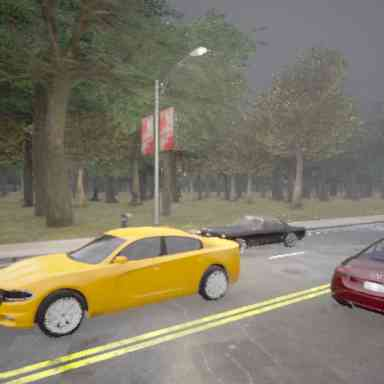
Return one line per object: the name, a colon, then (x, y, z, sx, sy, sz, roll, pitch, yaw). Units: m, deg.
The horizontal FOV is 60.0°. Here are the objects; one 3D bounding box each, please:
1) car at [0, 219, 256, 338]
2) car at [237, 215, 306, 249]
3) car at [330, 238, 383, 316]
car: (-1.204, 1.488, 6.820, 5.008, 1.535, 1.882, 0, 0, -36)
car: (2.417, 1.634, 13.402, 4.718, 1.301, 1.895, 0, 0, -36)
car: (4.732, 1.590, 6.821, 4.181, 1.385, 1.994, 0, 0, -36)
